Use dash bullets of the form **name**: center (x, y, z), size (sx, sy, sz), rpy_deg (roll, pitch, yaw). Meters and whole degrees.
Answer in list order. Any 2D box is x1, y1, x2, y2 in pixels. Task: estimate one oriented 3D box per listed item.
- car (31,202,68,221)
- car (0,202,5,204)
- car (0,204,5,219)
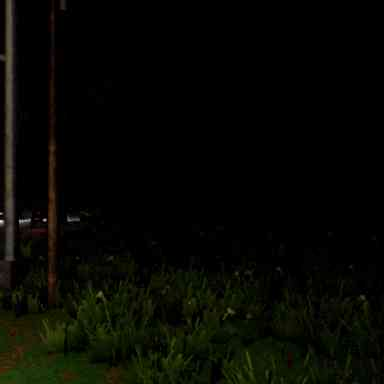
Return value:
- **car**: center (-9.752, 1.475, 22.899), size (1.837, 1.490, 4.892), rpy_deg (1, 0, -15)
- **car**: center (-16.100, 1.533, 28.019), size (1.994, 1.385, 4.181), rpy_deg (0, 0, -33)
- **car**: center (-12.508, 1.571, 18.700), size (1.895, 1.301, 4.718), rpy_deg (0, 0, -13)
